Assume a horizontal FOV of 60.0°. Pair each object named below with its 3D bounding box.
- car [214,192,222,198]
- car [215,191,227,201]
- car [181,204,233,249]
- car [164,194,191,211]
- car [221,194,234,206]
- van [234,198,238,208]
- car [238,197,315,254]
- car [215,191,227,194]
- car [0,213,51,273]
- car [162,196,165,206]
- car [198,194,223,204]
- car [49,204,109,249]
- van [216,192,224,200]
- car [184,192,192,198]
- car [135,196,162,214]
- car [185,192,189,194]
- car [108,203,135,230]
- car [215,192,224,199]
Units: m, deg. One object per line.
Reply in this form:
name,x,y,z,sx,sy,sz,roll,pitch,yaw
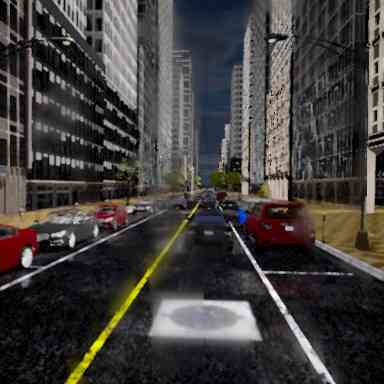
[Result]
car,7.213,0.785,92.560,1.967,1.590,4.097,0,0,3
car,6.083,0.829,69.853,2.192,1.841,5.009,0,0,3
car,0.713,1.445,13.964,2.033,1.411,5.357,1,0,3
car,-1.334,1.252,35.932,2.033,1.411,5.357,1,0,3
car,4.669,1.274,41.472,2.008,1.369,4.403,0,0,3
van,3.539,1.231,18.765,1.690,1.788,3.998,0,0,3
car,3.256,1.246,13.088,2.192,1.841,5.009,0,0,3
car,5.800,0.871,64.177,2.192,1.841,5.009,0,0,3
car,-5.396,1.426,7.830,1.887,1.381,4.507,0,0,3
car,-3.700,1.183,41.888,2.008,1.369,4.403,0,0,3
car,1.606,1.258,31.859,2.128,1.511,4.902,1,0,3
car,-5.114,1.391,13.506,2.008,1.369,4.403,0,0,3
van,6.366,0.813,75.530,1.690,1.788,3.998,0,0,3
car,-1.156,0.804,92.977,2.008,1.369,4.403,0,0,3
car,-4.266,1.266,30.536,2.008,1.369,4.403,0,0,3
car,-2.295,0.950,70.101,1.752,1.417,4.829,0,0,3
car,-4.831,1.380,19.183,1.802,1.307,4.206,0,0,3
car,6.648,0.870,81.207,1.967,1.590,4.097,0,0,3
